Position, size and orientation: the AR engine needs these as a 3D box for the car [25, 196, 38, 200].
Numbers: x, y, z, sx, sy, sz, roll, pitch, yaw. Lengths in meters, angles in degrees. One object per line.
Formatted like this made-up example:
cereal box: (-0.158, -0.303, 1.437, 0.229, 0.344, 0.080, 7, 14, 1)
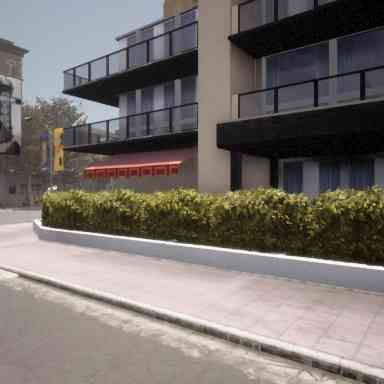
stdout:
car: (-34.539, 1.481, 68.283, 4.892, 1.521, 2.231, 0, 0, 37)
